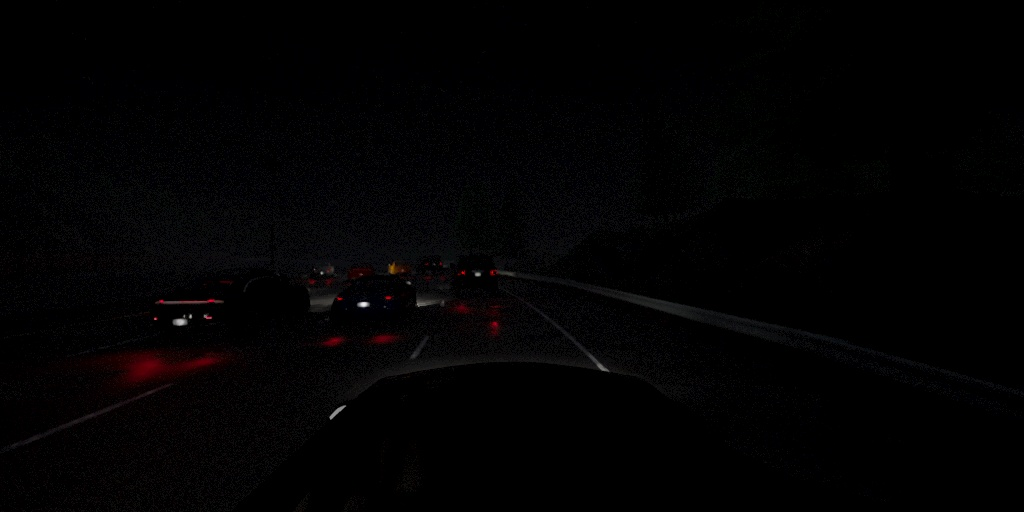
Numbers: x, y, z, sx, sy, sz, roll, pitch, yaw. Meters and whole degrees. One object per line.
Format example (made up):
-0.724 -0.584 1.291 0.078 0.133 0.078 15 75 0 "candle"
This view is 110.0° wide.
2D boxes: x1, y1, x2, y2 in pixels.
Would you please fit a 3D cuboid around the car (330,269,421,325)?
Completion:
-4.413 1.326 11.995 1.994 1.385 4.181 0 0 -8 "car"

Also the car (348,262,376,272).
-12.200 1.261 29.233 1.882 1.535 5.008 0 0 -20 "car"

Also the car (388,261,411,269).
-11.562 1.255 36.825 1.882 1.535 5.008 0 0 -24 "car"

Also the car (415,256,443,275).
-9.452 0.989 40.602 2.150 2.045 5.566 0 0 -26 "car"

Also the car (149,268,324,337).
-7.715 1.266 10.456 2.128 1.511 4.902 0 0 -6 "car"

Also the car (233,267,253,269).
-12.240 1.267 16.704 1.882 1.535 5.008 0 0 -11 "car"

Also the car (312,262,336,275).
-18.316 1.329 34.812 1.812 1.442 4.674 0 0 -25 "car"

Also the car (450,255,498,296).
-2.158 0.971 19.676 2.150 2.045 5.566 0 0 -12 "car"
